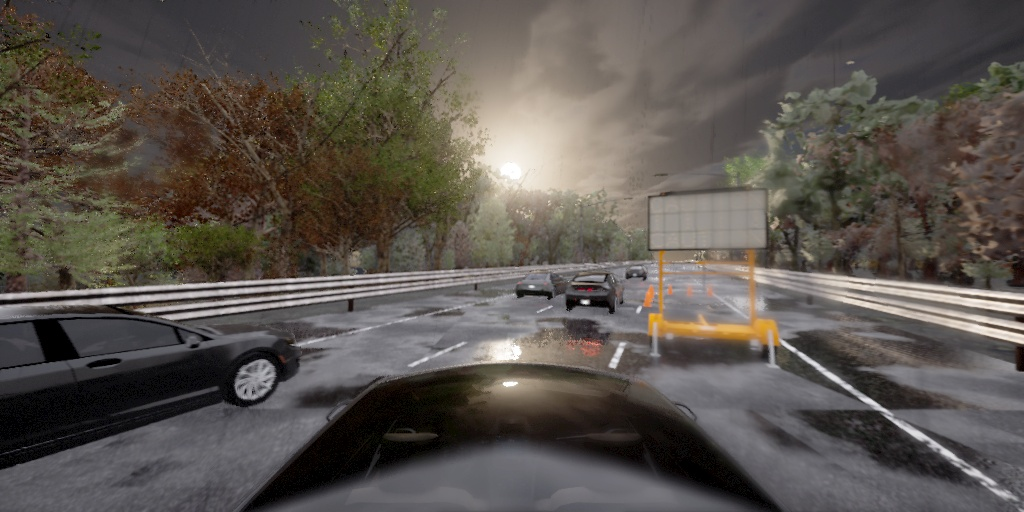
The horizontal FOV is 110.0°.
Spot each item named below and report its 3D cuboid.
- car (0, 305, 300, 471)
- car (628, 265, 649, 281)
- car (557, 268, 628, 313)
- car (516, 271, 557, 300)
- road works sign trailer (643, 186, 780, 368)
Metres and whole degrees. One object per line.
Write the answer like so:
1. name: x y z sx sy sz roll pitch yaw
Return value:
1. car: -4.870 1.287 3.849 1.837 1.490 4.892 0 -1 22
2. car: 12.272 1.608 35.239 1.812 1.442 4.674 0 -1 24
3. car: 3.534 1.392 14.895 1.837 1.490 4.892 0 -1 23
4. car: 1.724 1.506 19.467 1.994 1.385 4.181 0 -1 22
5. road works sign trailer: 4.424 0.278 8.246 2.380 3.560 2.880 0 0 24
